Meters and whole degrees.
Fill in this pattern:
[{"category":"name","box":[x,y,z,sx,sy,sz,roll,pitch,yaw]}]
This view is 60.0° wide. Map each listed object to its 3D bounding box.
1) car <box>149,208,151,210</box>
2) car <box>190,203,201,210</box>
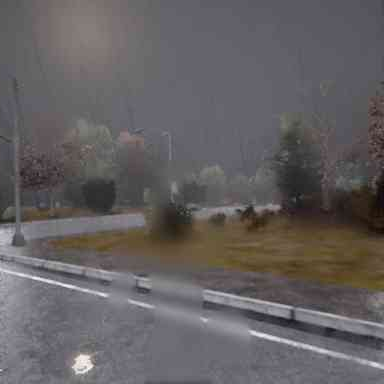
[{"category":"car","box":[-4.336,2.428,48.481,1.882,1.535,5.008,-3,-2,32]},{"category":"car","box":[-0.551,2.307,47.928,2.128,1.511,4.902,-3,-2,32]}]
